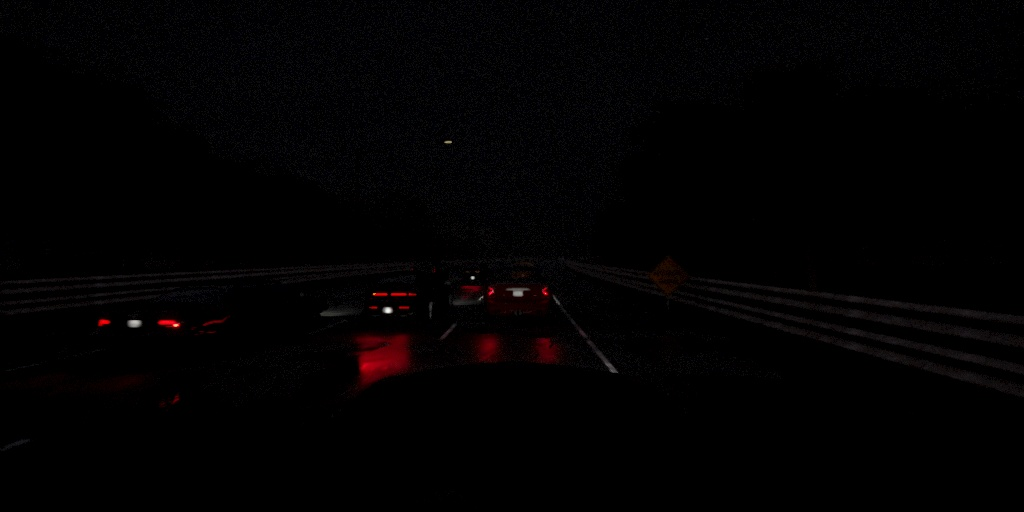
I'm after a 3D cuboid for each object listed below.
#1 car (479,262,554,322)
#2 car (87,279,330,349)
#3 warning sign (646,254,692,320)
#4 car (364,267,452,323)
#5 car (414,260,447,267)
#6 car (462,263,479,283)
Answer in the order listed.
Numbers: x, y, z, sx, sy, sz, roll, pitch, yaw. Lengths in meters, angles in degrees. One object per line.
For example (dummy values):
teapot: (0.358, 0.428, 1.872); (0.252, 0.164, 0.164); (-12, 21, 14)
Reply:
car: (0.239, 1.102, 12.439); (2.097, 1.767, 4.553); (0, 0, 2)
car: (-6.869, 1.289, 9.094); (2.033, 1.411, 5.357); (0, 0, 2)
warning sign: (4.650, 0.870, 10.703); (1.300, 1.860, 1.060); (0, 0, 1)
car: (-3.276, 1.249, 12.090); (1.837, 1.490, 4.892); (0, -1, 2)
car: (-6.153, 1.110, 27.466); (2.097, 1.767, 4.553); (0, 0, 4)
car: (-2.629, 1.271, 27.760); (1.837, 1.490, 4.892); (0, 0, 4)
